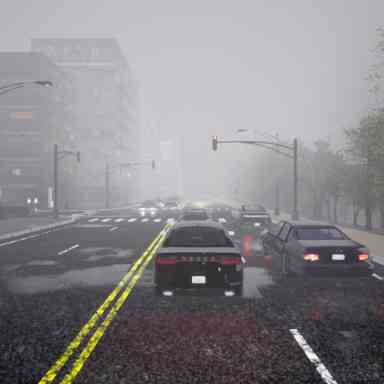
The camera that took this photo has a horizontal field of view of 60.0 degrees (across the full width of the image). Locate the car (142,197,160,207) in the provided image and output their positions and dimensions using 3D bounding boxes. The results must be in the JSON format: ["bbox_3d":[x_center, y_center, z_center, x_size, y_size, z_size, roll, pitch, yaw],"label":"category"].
[{"bbox_3d":[-6.354,1.614,50.115,1.895,1.301,4.718,0,0,0],"label":"car"}]

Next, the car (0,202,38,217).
[{"bbox_3d":[-18.182,1.722,33.577,4.902,1.511,2.128,-1,0,-1],"label":"car"}]

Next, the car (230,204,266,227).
[{"bbox_3d":[3.443,1.493,19.900,2.128,1.511,4.902,0,0,0],"label":"car"}]

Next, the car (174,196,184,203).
[{"bbox_3d":[-2.902,1.584,73.092,1.994,1.385,4.181,0,0,0],"label":"car"}]

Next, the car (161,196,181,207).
[{"bbox_3d":[-3.104,1.561,50.354,2.033,1.411,5.357,0,0,0],"label":"car"}]

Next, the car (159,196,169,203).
[{"bbox_3d":[-6.147,1.628,74.149,1.895,1.301,4.718,0,0,0],"label":"car"}]

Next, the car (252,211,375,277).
[{"bbox_3d":[3.395,1.547,10.158,2.033,1.411,5.357,0,0,1],"label":"car"}]

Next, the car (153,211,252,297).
[{"bbox_3d":[0.140,1.477,8.650,1.882,1.535,5.008,0,0,0],"label":"car"}]

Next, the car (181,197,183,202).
[{"bbox_3d":[-3.042,1.522,59.948,1.837,1.490,4.892,0,1,0],"label":"car"}]

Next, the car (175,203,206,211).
[{"bbox_3d":[0.190,1.565,18.990,1.994,1.385,4.181,0,0,0],"label":"car"}]
